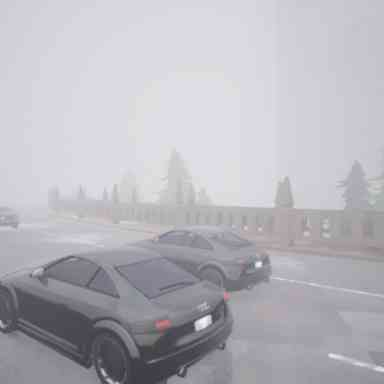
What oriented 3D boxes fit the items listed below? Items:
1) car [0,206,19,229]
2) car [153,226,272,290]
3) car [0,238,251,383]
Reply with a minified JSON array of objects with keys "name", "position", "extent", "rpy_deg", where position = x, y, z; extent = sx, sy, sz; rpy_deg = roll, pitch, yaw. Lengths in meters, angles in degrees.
[{"name":"car","position":[-12.462,1.572,21.234],"extent":[2.033,1.411,5.357],"rpy_deg":[0,0,-38]},{"name":"car","position":[-0.061,1.593,8.729],"extent":[4.181,1.385,1.994],"rpy_deg":[0,0,39]},{"name":"car","position":[-1.437,1.580,5.336],"extent":[4.181,1.385,1.994],"rpy_deg":[0,0,38]}]
